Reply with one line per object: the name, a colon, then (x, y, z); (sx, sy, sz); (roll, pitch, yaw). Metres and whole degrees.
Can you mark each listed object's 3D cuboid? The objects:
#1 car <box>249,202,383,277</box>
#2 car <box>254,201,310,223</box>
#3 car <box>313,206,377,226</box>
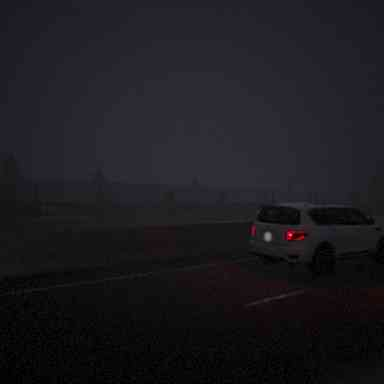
car: (4.415, 1.378, 11.031); (5.566, 2.045, 2.150); (1, -1, -33)
car: (7.932, 1.739, 29.263); (4.553, 1.767, 2.097); (1, -1, -26)
car: (12.779, 1.923, 27.729); (4.902, 1.511, 2.128); (1, -1, -24)
